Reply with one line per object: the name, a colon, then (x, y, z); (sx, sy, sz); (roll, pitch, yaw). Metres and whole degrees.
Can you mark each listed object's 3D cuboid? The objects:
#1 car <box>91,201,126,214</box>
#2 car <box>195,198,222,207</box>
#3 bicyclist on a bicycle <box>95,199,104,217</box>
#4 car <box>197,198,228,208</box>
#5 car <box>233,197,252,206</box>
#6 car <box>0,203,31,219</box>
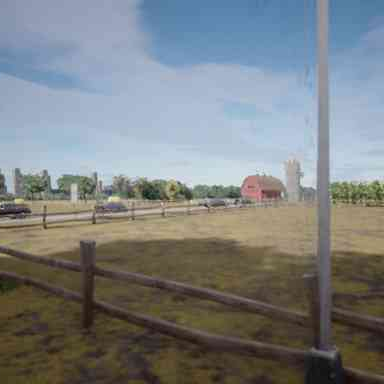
car: (-9.696, 1.780, 38.702); (1.994, 1.385, 4.181); (-2, -1, 35)
car: (2.860, 1.803, 56.217); (2.033, 1.411, 5.357); (-2, -2, 36)
bicyclist on a bicycle: (-8.477, 1.501, 30.103); (1.656, 1.620, 0.582); (0, 0, 35)
car: (3.565, 1.700, 52.354); (2.033, 1.411, 5.357); (-2, -2, 36)
car: (9.269, 1.707, 60.469); (1.837, 1.490, 4.892); (-2, -2, 35)
car: (-16.656, 1.704, 28.910); (1.837, 1.490, 4.892); (-2, -1, 35)
